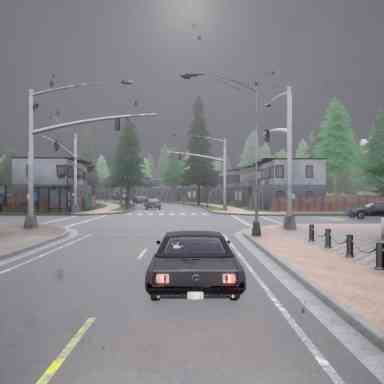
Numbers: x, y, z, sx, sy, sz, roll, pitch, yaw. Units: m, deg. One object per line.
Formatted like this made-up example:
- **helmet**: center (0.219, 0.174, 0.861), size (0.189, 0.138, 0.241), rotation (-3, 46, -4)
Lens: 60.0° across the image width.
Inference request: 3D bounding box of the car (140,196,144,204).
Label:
- **car**: center (-6.448, 1.513, 51.979), size (2.033, 1.411, 5.357), rotation (0, 0, -14)

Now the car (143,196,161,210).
- **car**: center (-4.929, 1.491, 42.409), size (1.812, 1.442, 4.674), rotation (0, 0, -6)

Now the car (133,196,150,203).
- **car**: center (-10.935, 1.505, 71.886), size (1.994, 1.385, 4.181), rotation (0, 0, -36)

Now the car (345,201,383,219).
- **car**: center (15.416, 1.510, 28.006), size (4.674, 1.442, 1.812), rotation (0, 0, 1)

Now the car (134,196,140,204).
- **car**: center (-9.661, 1.470, 61.431), size (1.837, 1.490, 4.892), rotation (0, 0, -23)

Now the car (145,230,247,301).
- **car**: center (0.036, 1.601, 8.285), size (1.895, 1.301, 4.718), rotation (0, 0, -1)

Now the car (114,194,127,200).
- **car**: center (-16.935, 1.322, 79.949), size (4.674, 1.442, 1.812), rotation (0, 0, 45)
